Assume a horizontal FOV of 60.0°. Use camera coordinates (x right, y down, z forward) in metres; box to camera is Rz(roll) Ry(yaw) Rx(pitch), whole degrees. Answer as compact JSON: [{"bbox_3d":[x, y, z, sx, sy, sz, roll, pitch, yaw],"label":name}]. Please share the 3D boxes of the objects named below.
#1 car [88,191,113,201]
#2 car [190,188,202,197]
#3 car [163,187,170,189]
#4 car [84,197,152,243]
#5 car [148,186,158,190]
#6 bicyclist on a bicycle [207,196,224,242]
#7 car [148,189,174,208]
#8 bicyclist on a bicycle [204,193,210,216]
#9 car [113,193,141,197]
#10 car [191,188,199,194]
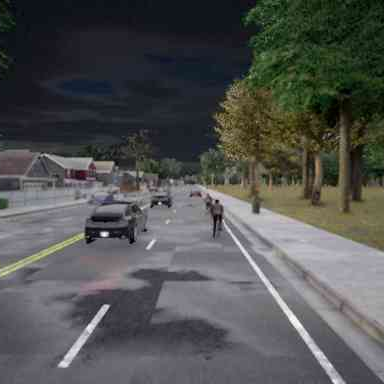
[{"bbox_3d":[-9.519,0.650,35.310,1.812,1.442,4.674,0,1,1],"label":"car"},{"bbox_3d":[0.622,0.122,57.253,1.812,1.442,4.674,0,1,1],"label":"car"},{"bbox_3d":[-5.809,-0.409,75.140,1.837,1.490,4.892,0,1,1],"label":"car"},{"bbox_3d":[-3.019,1.153,13.978,1.837,1.490,4.892,0,1,1],"label":"car"},{"bbox_3d":[-9.035,-0.629,77.800,1.882,1.535,5.008,0,1,1],"label":"car"},{"bbox_3d":[1.022,1.118,13.382,0.582,1.620,1.656,0,1,0],"label":"bicyclist on a bicycle"},{"bbox_3d":[-2.852,0.706,32.223,1.837,1.490,4.892,0,1,1],"label":"car"},{"bbox_3d":[1.104,0.896,22.383,0.582,1.620,1.656,0,1,0],"label":"bicyclist on a bicycle"},{"bbox_3d":[-6.286,0.762,33.816,1.895,1.301,4.718,0,1,1],"label":"car"},{"bbox_3d":[0.685,-0.233,74.558,1.895,1.301,4.718,0,1,1],"label":"car"}]
